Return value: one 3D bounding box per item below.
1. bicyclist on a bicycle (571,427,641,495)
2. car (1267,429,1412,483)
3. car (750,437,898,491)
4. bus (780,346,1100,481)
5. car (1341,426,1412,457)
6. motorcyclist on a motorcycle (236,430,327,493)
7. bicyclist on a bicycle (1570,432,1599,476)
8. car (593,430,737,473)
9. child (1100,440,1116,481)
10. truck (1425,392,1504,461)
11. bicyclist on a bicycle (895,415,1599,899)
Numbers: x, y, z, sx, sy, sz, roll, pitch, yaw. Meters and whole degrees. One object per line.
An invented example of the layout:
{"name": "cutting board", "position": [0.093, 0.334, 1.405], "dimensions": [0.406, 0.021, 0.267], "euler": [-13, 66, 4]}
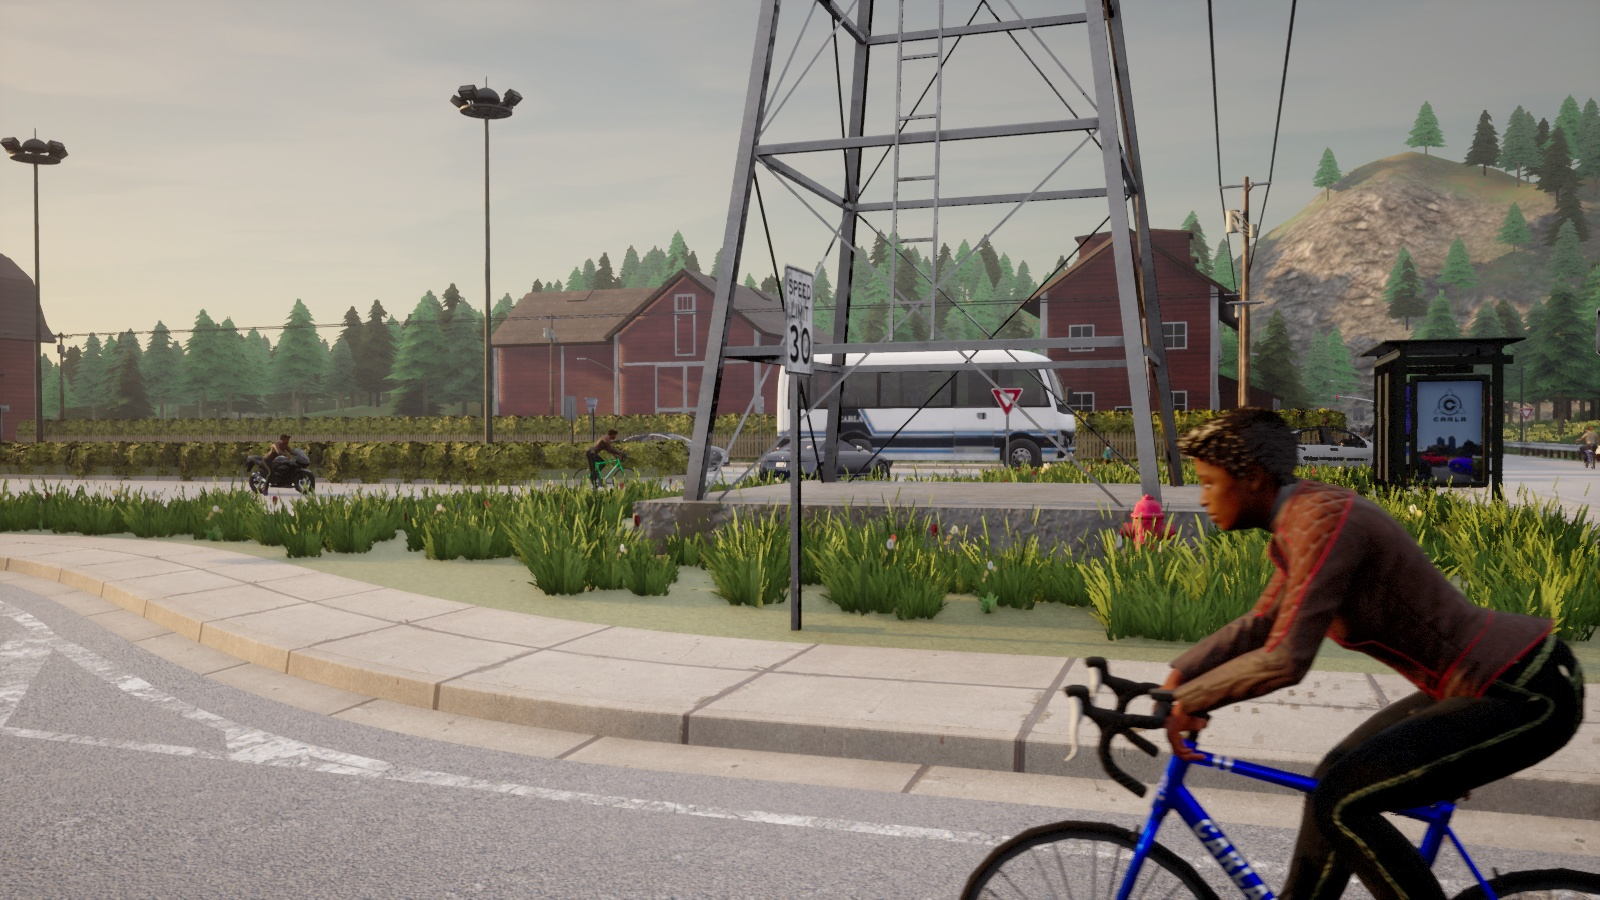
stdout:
{"name": "bicyclist on a bicycle", "position": [-4.748, 0.268, 30.714], "dimensions": [1.656, 1.620, 0.582], "euler": [0, 1, -14]}
{"name": "car", "position": [16.707, 0.162, 39.067], "dimensions": [3.988, 1.617, 1.851], "euler": [1, 1, 18]}
{"name": "car", "position": [0.733, 0.333, 34.875], "dimensions": [1.994, 1.385, 4.181], "euler": [1, 1, 38]}
{"name": "bus", "position": [4.832, -1.224, 43.161], "dimensions": [10.273, 4.253, 3.944], "euler": [1, 1, 19]}
{"name": "car", "position": [37.536, -0.551, 81.898], "dimensions": [1.932, 1.855, 4.605], "euler": [1, 2, -10]}
{"name": "motorcyclist on a motorcycle", "position": [-12.842, 0.259, 31.105], "dimensions": [2.044, 1.523, 0.797], "euler": [1, 1, 18]}
{"name": "bicyclist on a bicycle", "position": [29.485, 0.124, 46.943], "dimensions": [0.866, 1.612, 1.509], "euler": [1, 1, 19]}
{"name": "car", "position": [-5.004, 0.014, 46.625], "dimensions": [4.902, 1.511, 2.128], "euler": [1, 1, 19]}
{"name": "child", "position": [9.121, 0.300, 37.171], "dimensions": [0.448, 1.192, 0.343], "euler": [0, 1, 13]}
{"name": "truck", "position": [39.339, -1.383, 74.594], "dimensions": [2.891, 3.827, 8.468], "euler": [1, 1, 20]}
{"name": "bicyclist on a bicycle", "position": [1.086, 0.740, 2.735], "dimensions": [1.656, 1.620, 0.582], "euler": [0, 1, 21]}
